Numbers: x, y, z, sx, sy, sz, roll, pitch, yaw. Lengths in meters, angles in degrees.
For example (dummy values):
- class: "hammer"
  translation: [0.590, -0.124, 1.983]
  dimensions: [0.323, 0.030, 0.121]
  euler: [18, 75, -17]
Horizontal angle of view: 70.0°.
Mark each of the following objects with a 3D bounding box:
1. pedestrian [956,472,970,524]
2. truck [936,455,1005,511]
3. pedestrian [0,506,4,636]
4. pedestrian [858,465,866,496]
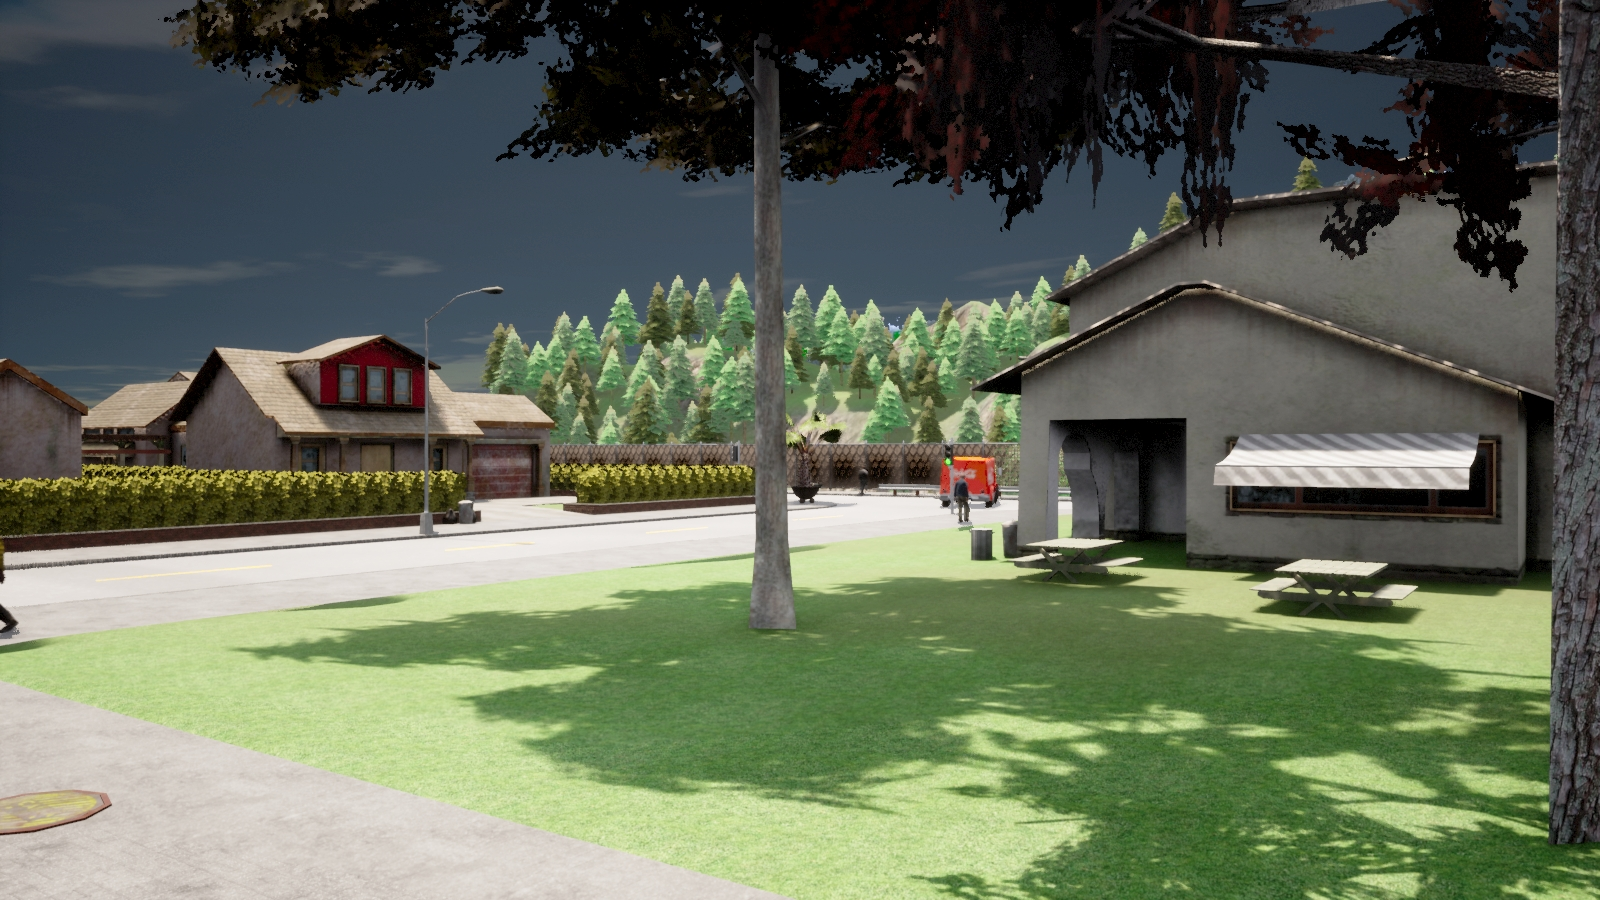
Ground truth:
- class: "pedestrian"
  translation: [5.938, 1.737, 41.613]
  dimensions: [0.375, 1.860, 0.375]
  euler: [0, 0, 35]
- class: "truck"
  translation: [8.628, 1.587, 57.396]
  dimensions: [2.627, 2.467, 5.204]
  euler: [0, 1, 17]
- class: "pedestrian"
  translation: [-11.744, 1.743, 16.415]
  dimensions: [0.375, 1.860, 0.375]
  euler: [0, 0, 30]
- class: "pedestrian"
  translation: [3.760, 1.849, 68.994]
  dimensions: [0.375, 1.860, 0.375]
  euler: [0, 0, 31]
